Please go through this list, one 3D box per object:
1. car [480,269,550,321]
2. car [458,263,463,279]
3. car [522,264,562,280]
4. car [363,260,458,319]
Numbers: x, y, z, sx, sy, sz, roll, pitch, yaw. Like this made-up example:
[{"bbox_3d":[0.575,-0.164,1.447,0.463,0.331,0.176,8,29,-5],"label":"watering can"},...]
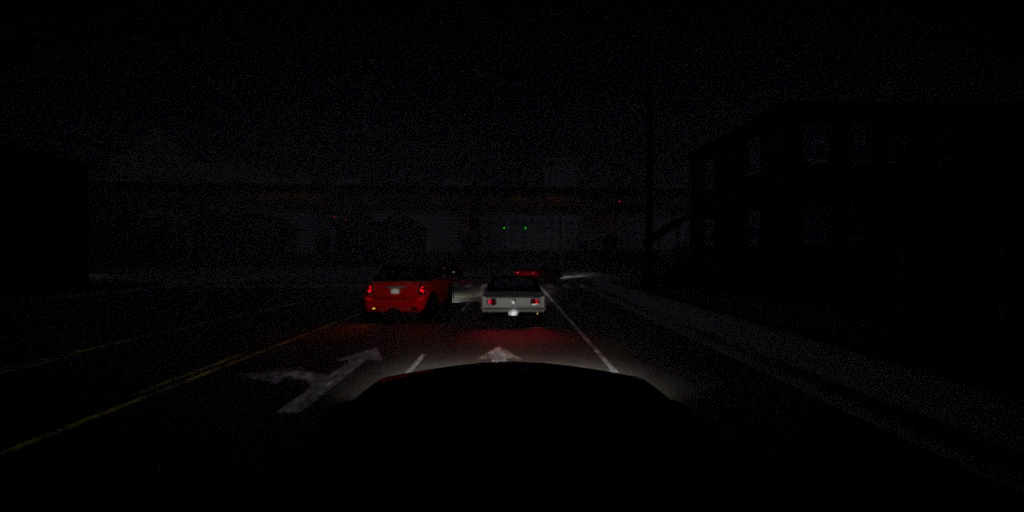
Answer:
[{"bbox_3d":[0.056,1.297,12.229,1.895,1.301,4.718,0,0,0],"label":"car"},{"bbox_3d":[-5.522,1.083,30.126,1.882,1.535,5.008,0,0,-23],"label":"car"},{"bbox_3d":[2.106,1.223,26.871,1.895,1.301,4.718,0,0,30],"label":"car"},{"bbox_3d":[-3.442,1.046,12.726,2.097,1.767,4.553,0,0,0],"label":"car"}]
